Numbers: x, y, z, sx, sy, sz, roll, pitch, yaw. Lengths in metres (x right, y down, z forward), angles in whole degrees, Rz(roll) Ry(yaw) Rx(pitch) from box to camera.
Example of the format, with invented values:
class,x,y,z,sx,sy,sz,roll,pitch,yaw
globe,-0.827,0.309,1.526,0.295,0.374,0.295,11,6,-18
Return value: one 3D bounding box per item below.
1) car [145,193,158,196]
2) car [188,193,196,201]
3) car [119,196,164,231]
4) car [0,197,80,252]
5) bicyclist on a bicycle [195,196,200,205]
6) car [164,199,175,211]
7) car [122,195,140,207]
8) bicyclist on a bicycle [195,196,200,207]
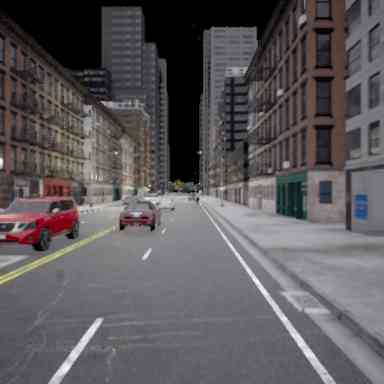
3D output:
class,x,y,z,sx,sy,sz,roll,pitch,yaw
car,-6.553,1.248,53.459,2.150,2.045,5.566,0,0,1
car,-0.011,1.576,85.912,2.128,1.511,4.902,0,0,0
car,-3.152,1.360,20.973,2.097,1.767,4.553,0,0,0
car,-6.601,1.229,14.309,2.150,2.045,5.566,0,0,0
bicyclist on a bicycle,0.880,1.466,58.549,0.866,1.612,1.509,0,0,0
car,-3.154,1.544,41.641,1.812,1.442,4.674,0,0,0
car,-9.808,1.378,53.616,2.097,1.767,4.553,0,0,0
bicyclist on a bicycle,0.888,1.394,48.640,0.659,1.776,1.843,0,0,0
